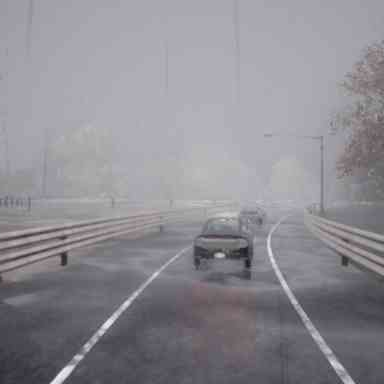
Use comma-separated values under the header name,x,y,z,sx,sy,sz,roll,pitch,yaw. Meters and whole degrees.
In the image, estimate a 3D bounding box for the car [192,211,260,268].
name,x,y,z,sx,sy,sz,roll,pitch,yaw
car,1.254,1.657,11.961,2.128,1.511,4.902,0,-1,11

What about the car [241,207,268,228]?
name,x,y,z,sx,sy,sz,roll,pitch,yaw
car,4.805,1.903,26.202,2.128,1.511,4.902,0,-1,18
